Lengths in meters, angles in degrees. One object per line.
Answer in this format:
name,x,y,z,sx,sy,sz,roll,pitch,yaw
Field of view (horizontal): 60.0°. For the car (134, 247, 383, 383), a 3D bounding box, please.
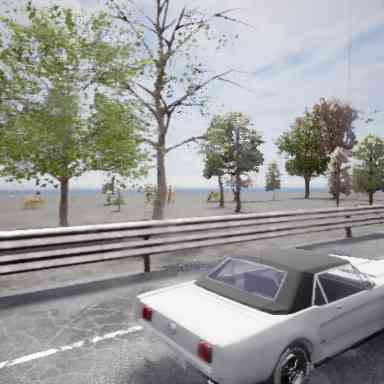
car,1.654,1.534,4.995,4.718,1.301,1.895,-1,1,-35
